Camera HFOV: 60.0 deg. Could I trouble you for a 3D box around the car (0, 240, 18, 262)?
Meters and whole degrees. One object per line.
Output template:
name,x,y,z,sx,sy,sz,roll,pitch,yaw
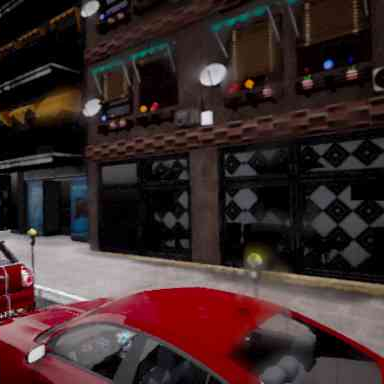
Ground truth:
car,-4.735,1.474,6.128,4.097,1.590,1.967,0,-1,35

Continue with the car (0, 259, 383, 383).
car,-0.235,1.553,2.910,4.507,1.381,1.887,0,-1,35
